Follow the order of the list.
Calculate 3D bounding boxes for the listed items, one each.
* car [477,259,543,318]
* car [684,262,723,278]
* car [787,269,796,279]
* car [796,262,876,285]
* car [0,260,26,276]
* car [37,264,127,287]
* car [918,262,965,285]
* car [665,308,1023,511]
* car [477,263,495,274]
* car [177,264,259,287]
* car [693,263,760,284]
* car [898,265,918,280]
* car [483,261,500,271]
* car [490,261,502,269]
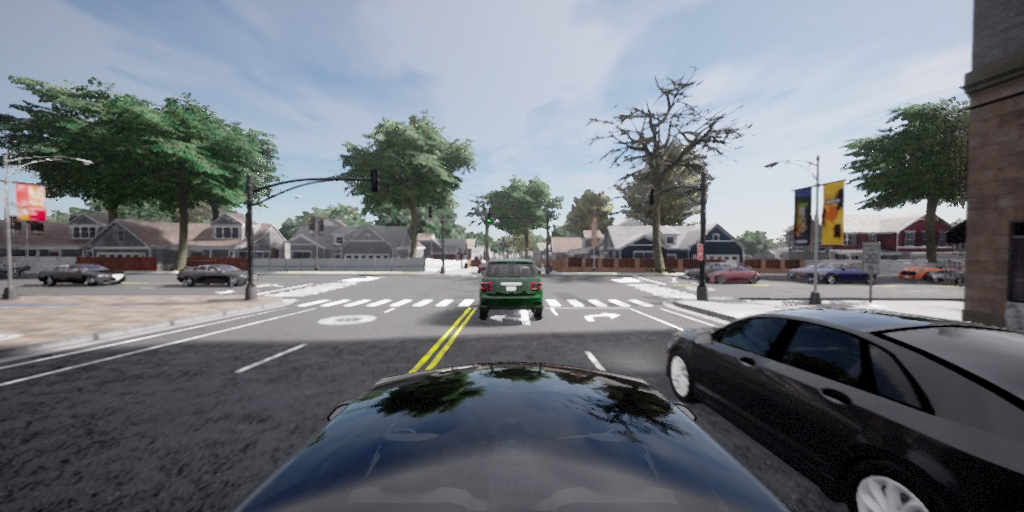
[{"bbox_3d":[-0.030,1.131,13.851,2.150,2.045,5.566,0,0,0],"label":"car"},{"bbox_3d":[17.874,1.317,31.805,4.902,1.511,2.128,0,1,0],"label":"car"},{"bbox_3d":[27.076,1.396,31.781,4.674,1.442,1.812,0,1,0],"label":"car"},{"bbox_3d":[25.928,1.299,28.527,4.553,1.767,2.097,0,1,0],"label":"car"},{"bbox_3d":[-46.690,1.110,31.997,4.902,1.511,2.128,0,1,0],"label":"car"},{"bbox_3d":[-30.149,1.318,25.253,4.902,1.511,2.128,0,1,0],"label":"car"},{"bbox_3d":[36.128,1.497,28.495,4.902,1.511,2.128,0,1,0],"label":"car"},{"bbox_3d":[3.250,1.278,3.582,1.837,1.490,4.892,0,-1,0],"label":"car"},{"bbox_3d":[-3.114,1.496,43.703,1.895,1.301,4.718,0,0,1],"label":"car"},{"bbox_3d":[-20.590,1.345,25.215,4.902,1.511,2.128,0,1,-2],"label":"car"},{"bbox_3d":[17.268,1.469,28.557,4.181,1.385,1.994,0,1,0],"label":"car"},{"bbox_3d":[37.236,1.282,31.732,4.553,1.767,2.097,0,1,1],"label":"car"},{"bbox_3d":[-2.980,1.474,53.634,2.128,1.511,4.902,0,-1,1],"label":"car"},{"bbox_3d":[-2.815,1.589,63.915,1.837,1.490,4.892,0,-1,1],"label":"car"}]
